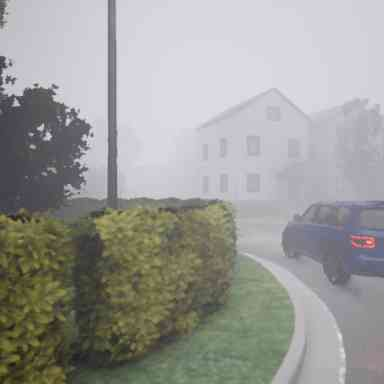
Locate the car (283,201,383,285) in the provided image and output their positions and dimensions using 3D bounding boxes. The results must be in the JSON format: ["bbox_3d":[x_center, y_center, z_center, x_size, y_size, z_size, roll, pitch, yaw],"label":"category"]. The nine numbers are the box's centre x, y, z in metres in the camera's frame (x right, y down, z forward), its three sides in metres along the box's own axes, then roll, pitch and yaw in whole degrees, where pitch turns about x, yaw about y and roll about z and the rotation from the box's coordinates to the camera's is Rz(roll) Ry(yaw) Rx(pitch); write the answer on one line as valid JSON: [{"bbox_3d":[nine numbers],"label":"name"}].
[{"bbox_3d":[4.437,1.262,9.738,2.150,2.045,5.566,0,0,-2],"label":"car"}]
